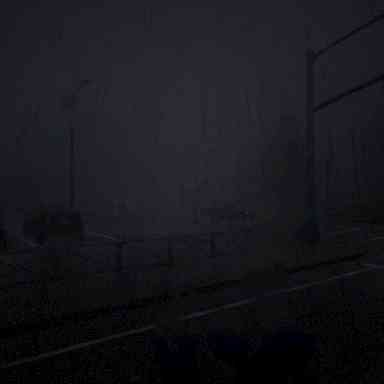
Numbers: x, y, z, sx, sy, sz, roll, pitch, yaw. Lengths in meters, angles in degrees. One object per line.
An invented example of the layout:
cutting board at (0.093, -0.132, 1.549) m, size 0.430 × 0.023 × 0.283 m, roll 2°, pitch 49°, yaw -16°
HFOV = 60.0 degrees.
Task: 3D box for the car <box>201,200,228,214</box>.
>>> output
car at (2.797, 1.520, 32.784) m, size 1.812 × 1.442 × 4.674 m, roll 0°, pitch 0°, yaw -36°

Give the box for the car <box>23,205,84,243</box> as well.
car at (-6.410, 1.339, 15.279) m, size 2.007 × 1.523 × 4.514 m, roll 0°, pitch 0°, yaw -36°

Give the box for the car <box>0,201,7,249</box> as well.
car at (-8.921, 1.330, 13.398) m, size 2.152 × 1.636 × 5.027 m, roll 0°, pitch 0°, yaw -36°

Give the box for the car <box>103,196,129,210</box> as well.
car at (-10.092, 1.346, 44.114) m, size 2.097 × 1.767 × 4.553 m, roll 0°, pitch 0°, yaw -36°

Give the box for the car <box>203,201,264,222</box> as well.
car at (3.294, 1.596, 25.879) m, size 1.895 × 1.301 × 4.718 m, roll 0°, pitch 0°, yaw -36°
